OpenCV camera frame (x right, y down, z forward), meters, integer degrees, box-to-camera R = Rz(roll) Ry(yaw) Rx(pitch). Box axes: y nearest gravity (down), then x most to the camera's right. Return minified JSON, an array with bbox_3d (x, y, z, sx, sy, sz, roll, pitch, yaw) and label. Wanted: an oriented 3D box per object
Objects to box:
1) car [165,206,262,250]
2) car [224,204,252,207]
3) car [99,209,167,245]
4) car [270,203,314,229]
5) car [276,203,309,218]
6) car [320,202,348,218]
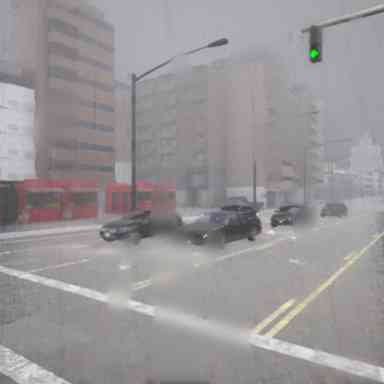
[{"bbox_3d":[1.388,1.594,14.991,2.033,1.411,5.357,0,0,35],"label":"car"},{"bbox_3d":[3.014,1.617,23.399,1.837,1.490,4.892,0,-1,35],"label":"car"},{"bbox_3d":[-2.240,1.560,15.934,1.812,1.442,4.674,0,0,35],"label":"car"},{"bbox_3d":[6.971,1.638,22.954,1.837,1.490,4.892,0,-1,35],"label":"car"},{"bbox_3d":[10.276,1.822,33.729,1.994,1.385,4.181,0,-1,35],"label":"car"},{"bbox_3d":[14.232,1.780,33.265,1.837,1.490,4.892,0,1,35],"label":"car"}]
